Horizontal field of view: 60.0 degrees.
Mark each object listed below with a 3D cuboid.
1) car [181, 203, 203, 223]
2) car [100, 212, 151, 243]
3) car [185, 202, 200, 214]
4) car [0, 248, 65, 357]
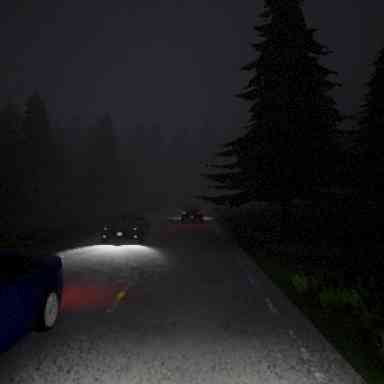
[{"bbox_3d":[0.015,1.818,28.848,1.812,1.442,4.674,0,-1,0],"label":"car"},{"bbox_3d":[-3.288,1.738,17.125,1.994,1.385,4.181,0,-1,0],"label":"car"},{"bbox_3d":[0.075,2.040,43.458,1.895,1.301,4.718,0,-1,1],"label":"car"},{"bbox_3d":[-3.297,1.521,4.153,1.882,1.535,5.008,0,-1,0],"label":"car"}]
